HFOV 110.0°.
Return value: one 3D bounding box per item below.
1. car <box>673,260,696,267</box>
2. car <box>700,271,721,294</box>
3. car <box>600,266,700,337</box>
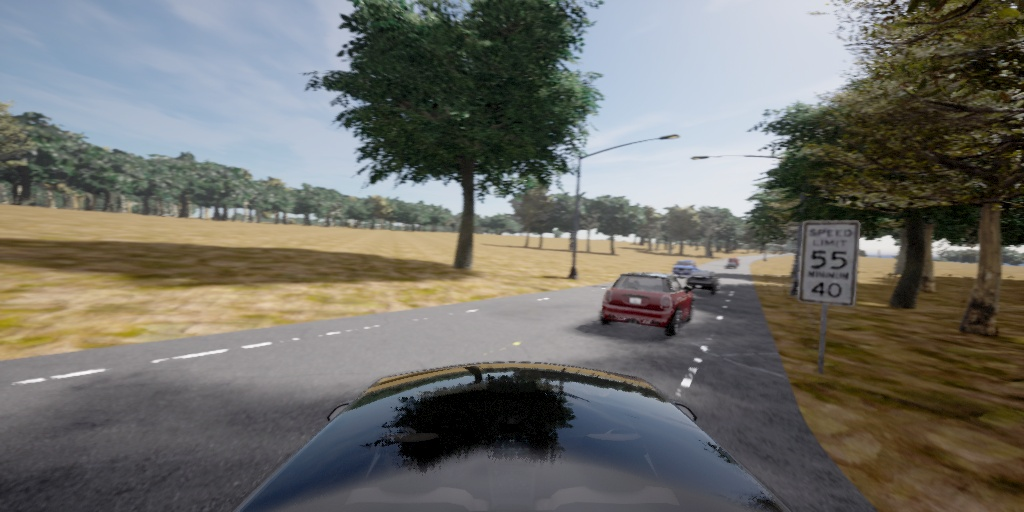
[{"bbox_3d":[20.544,1.550,42.561,2.150,2.045,5.566,3,1,33],"label":"car"},{"bbox_3d":[13.571,1.782,25.508,1.837,1.490,4.892,3,1,33],"label":"car"},{"bbox_3d":[4.557,1.304,11.673,2.097,1.767,4.553,3,1,33],"label":"car"}]
